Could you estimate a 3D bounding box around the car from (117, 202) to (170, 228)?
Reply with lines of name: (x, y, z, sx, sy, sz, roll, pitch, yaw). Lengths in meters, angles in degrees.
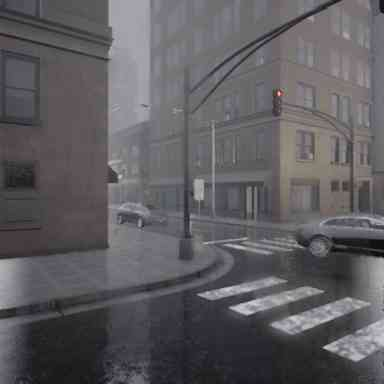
car: (-3.243, 1.416, 21.566, 1.837, 1.490, 4.892, 0, 1, -36)

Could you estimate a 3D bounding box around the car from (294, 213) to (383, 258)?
car: (5.959, 1.493, 11.124, 4.902, 1.511, 2.128, 0, 0, 36)
